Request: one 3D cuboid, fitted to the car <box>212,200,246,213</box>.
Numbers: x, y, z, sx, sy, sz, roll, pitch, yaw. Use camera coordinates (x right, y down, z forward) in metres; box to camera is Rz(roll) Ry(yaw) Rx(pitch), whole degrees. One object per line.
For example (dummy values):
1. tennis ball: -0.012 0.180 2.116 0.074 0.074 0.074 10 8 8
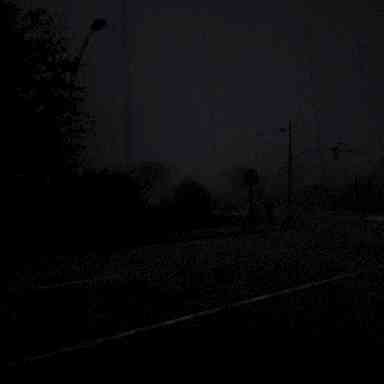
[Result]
1. car: 3.765 1.578 37.855 2.033 1.411 5.357 0 0 -32
